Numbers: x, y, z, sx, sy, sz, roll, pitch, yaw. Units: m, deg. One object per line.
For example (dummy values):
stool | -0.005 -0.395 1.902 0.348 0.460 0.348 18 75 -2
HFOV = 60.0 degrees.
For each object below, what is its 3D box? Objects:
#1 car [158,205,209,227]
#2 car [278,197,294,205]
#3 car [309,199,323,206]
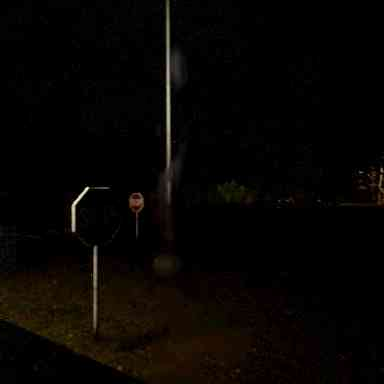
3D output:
car | -0.523 1.686 24.934 2.128 1.511 4.902 0 0 34
car | 18.799 1.722 66.391 2.097 1.767 4.553 0 0 34
car | 22.890 1.893 61.190 1.994 1.385 4.181 0 0 28
